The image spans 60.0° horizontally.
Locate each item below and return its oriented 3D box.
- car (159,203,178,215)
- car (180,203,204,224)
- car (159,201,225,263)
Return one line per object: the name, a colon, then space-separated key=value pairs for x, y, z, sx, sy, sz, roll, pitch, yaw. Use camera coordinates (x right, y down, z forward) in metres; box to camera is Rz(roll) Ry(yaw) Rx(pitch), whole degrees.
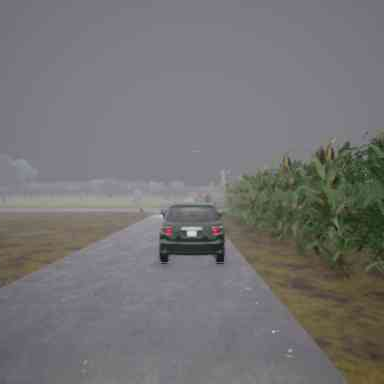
car: x=-2.770 y=2.055 z=40.627 sx=1.994 sy=1.385 sz=4.181 roll=0 pitch=-1 yaw=0
car: x=0.024 y=1.814 z=29.263 sx=1.882 sy=1.535 sz=5.008 roll=0 pitch=-1 yaw=0
car: x=0.013 y=1.352 z=12.636 sx=2.150 sy=2.045 sz=5.566 roll=0 pitch=0 yaw=0
